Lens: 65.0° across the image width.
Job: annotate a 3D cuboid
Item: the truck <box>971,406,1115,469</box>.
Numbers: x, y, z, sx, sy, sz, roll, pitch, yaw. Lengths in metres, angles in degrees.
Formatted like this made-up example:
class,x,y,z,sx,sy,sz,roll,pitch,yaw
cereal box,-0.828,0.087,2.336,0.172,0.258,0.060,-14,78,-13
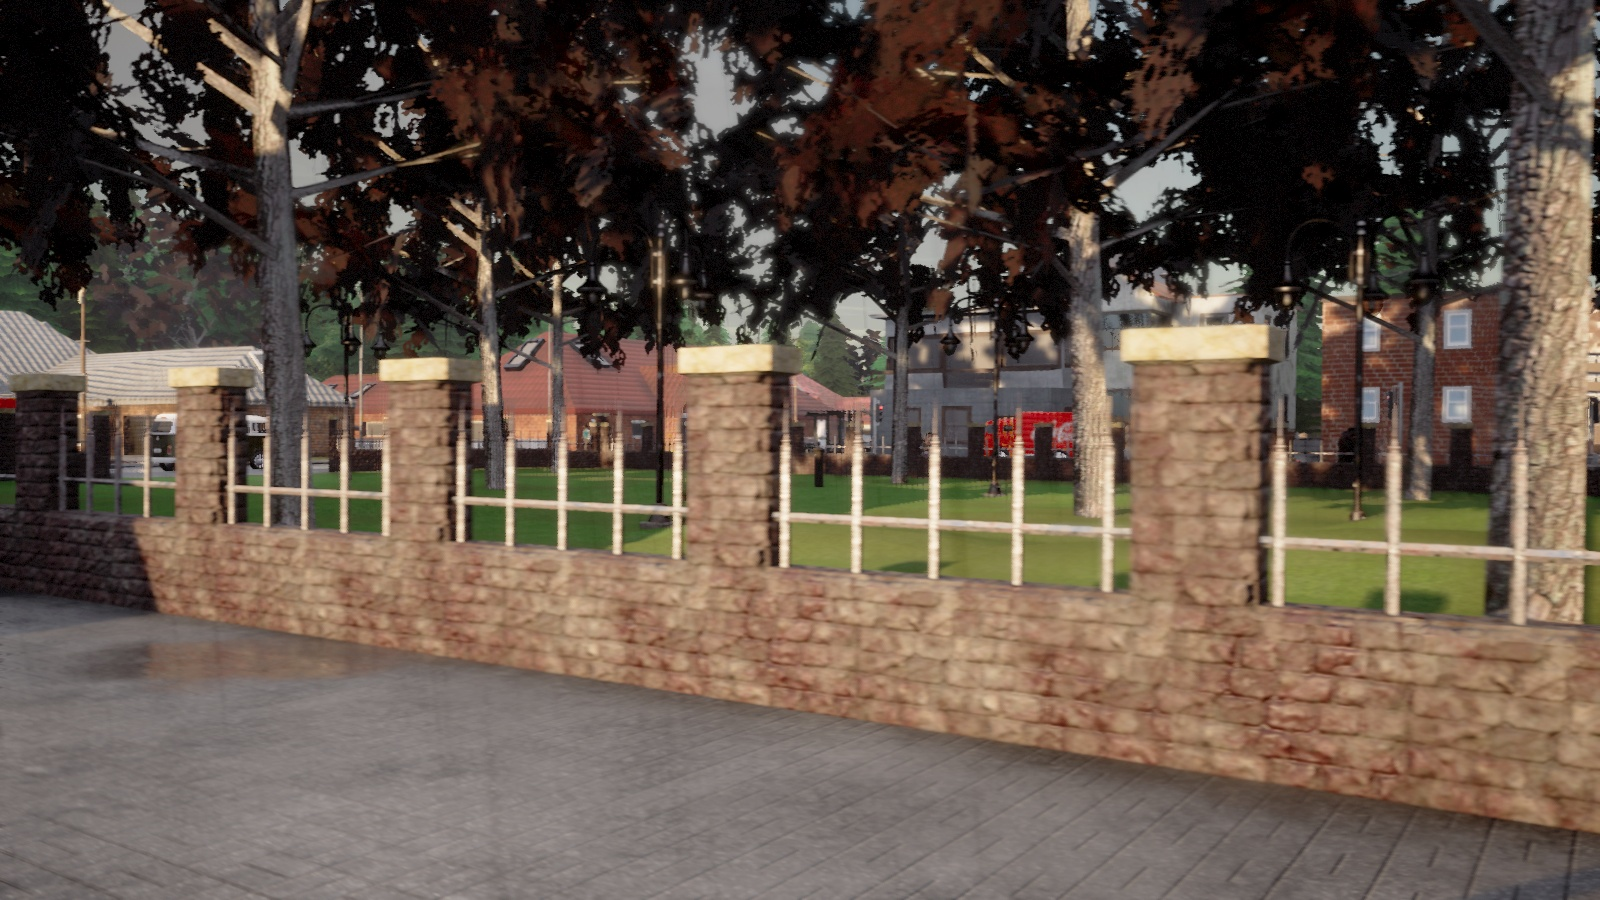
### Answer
class,x,y,z,sx,sy,sz,roll,pitch,yaw
truck,10.045,-0.520,51.939,5.204,2.467,2.627,0,1,33

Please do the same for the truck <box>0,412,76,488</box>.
class,x,y,z,sx,sy,sz,roll,pitch,yaw
truck,-27.014,0.009,40.999,2.627,2.467,5.204,0,1,34

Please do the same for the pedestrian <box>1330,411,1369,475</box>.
class,x,y,z,sx,sy,sz,roll,pitch,yaw
pedestrian,16.071,-0.194,36.733,0.899,1.844,0.634,0,1,37

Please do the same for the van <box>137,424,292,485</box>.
class,x,y,z,sx,sy,sz,roll,pitch,yaw
van,-20.487,0.111,44.125,2.069,2.038,4.480,0,1,32
